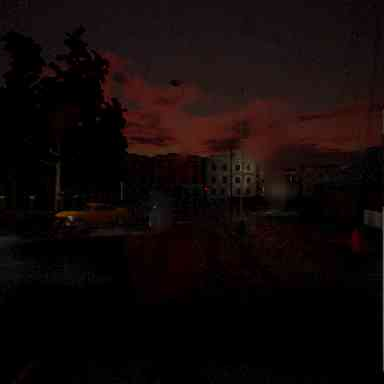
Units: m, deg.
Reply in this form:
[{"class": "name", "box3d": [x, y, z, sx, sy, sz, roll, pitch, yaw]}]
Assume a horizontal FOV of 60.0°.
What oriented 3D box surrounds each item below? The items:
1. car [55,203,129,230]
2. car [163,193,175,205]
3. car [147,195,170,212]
[{"class": "car", "box3d": [-6.356, 1.478, 21.615, 1.882, 1.535, 5.008, 2, 1, 38]}, {"class": "car", "box3d": [-4.068, 1.244, 57.483, 2.150, 2.045, 5.566, 0, 0, 0]}, {"class": "car", "box3d": [-4.142, 1.488, 39.509, 2.128, 1.511, 4.902, 0, 0, 0]}]
